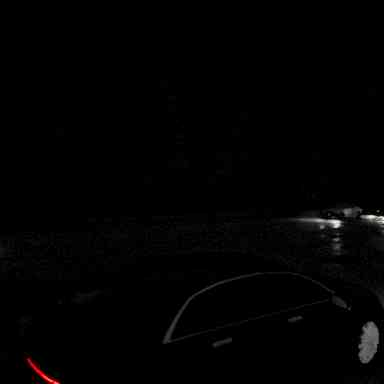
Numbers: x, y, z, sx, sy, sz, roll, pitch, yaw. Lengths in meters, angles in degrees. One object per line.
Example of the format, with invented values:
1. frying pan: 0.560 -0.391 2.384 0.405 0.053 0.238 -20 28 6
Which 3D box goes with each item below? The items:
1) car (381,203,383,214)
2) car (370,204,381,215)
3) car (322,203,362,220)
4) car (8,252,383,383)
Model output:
1. car: 20.229 1.767 31.308 5.008 1.535 1.882 1 0 -35
2. car: 21.346 1.885 36.388 4.181 1.385 1.994 1 0 -35
3. car: 14.212 1.773 31.322 4.674 1.442 1.812 1 0 -36
4. car: 0.525 1.529 4.121 4.892 1.490 1.837 0 0 -36
